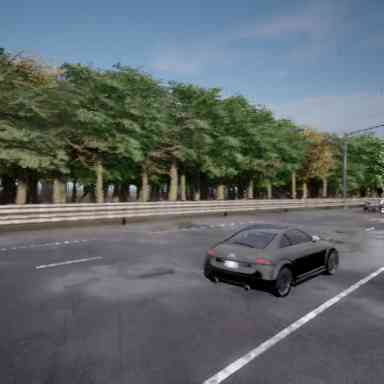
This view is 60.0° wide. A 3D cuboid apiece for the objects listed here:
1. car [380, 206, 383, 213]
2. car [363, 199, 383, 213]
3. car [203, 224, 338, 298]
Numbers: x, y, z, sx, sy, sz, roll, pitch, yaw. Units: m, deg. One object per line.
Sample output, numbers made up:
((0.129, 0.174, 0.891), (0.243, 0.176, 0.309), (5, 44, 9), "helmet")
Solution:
((13.661, 1.688, 20.749), (1.895, 1.301, 4.718), (1, 1, 45), "car")
((21.085, 1.576, 37.666), (4.902, 1.511, 2.128), (1, 1, -43), "car")
((2.202, 1.538, 8.626), (1.994, 1.385, 4.181), (1, 0, 42), "car")
